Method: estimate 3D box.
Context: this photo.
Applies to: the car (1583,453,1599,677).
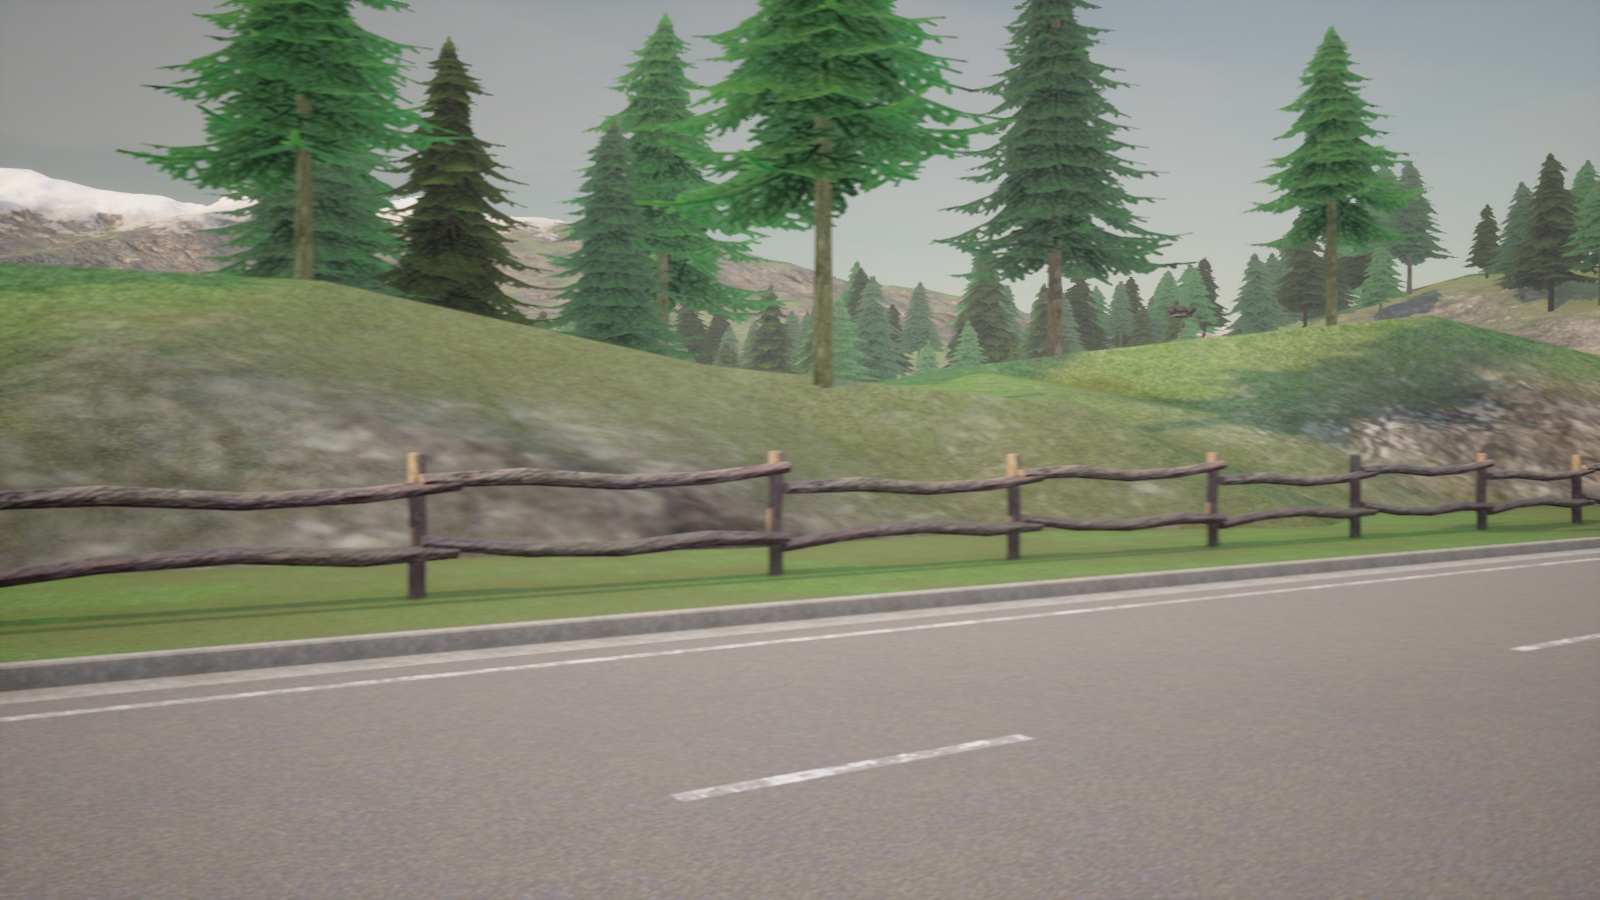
[{"bbox_3d":[7.784,0.755,9.057,4.892,1.490,1.837,0,0,-35],"label":"car"}]
